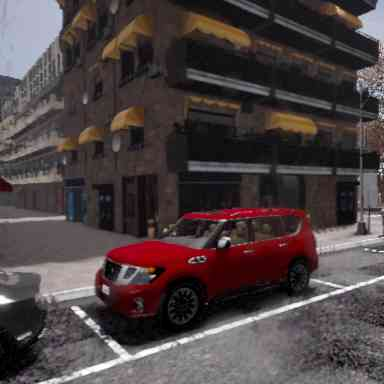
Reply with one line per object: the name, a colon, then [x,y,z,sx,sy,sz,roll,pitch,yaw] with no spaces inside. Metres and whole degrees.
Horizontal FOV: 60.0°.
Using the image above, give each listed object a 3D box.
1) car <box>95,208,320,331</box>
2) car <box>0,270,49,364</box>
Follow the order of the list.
car: [0.615,1.306,7.017,5.009,1.841,2.192,0,-1,-35]
car: [-3.995,1.554,3.724,4.403,1.369,2.008,0,-1,-35]
